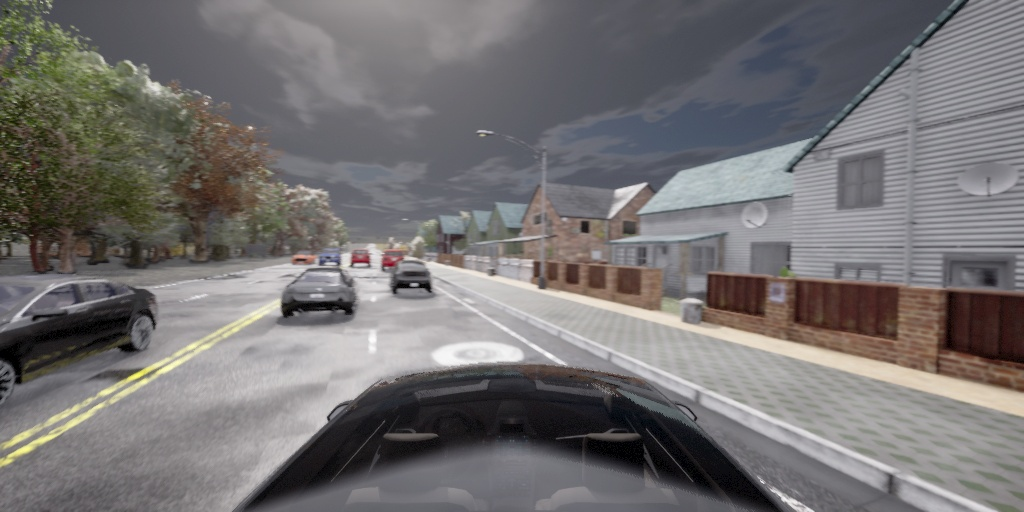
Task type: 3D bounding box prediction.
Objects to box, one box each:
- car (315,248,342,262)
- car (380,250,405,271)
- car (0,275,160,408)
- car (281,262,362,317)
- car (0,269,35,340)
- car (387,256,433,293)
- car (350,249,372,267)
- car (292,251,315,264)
[{"bbox_3d":[-21.708,0.113,43.038,2.150,2.045,5.566,1,1,-20],"label":"car"},{"bbox_3d":[-11.995,0.387,36.169,2.150,2.045,5.566,1,1,-20],"label":"car"},{"bbox_3d":[-7.317,1.059,5.146,2.128,1.511,4.902,1,1,-21],"label":"car"},{"bbox_3d":[-6.303,1.084,12.165,1.994,1.385,4.181,1,1,-21],"label":"car"},{"bbox_3d":[-10.856,1.041,5.298,2.033,1.411,5.357,1,1,-21],"label":"car"},{"bbox_3d":[-5.229,0.987,18.389,1.837,1.490,4.892,1,1,-20],"label":"car"},{"bbox_3d":[-17.760,0.205,42.263,2.150,2.045,5.566,1,1,-21],"label":"car"},{"bbox_3d":[-25.672,0.150,44.364,2.097,1.767,4.553,1,1,-20],"label":"car"}]
